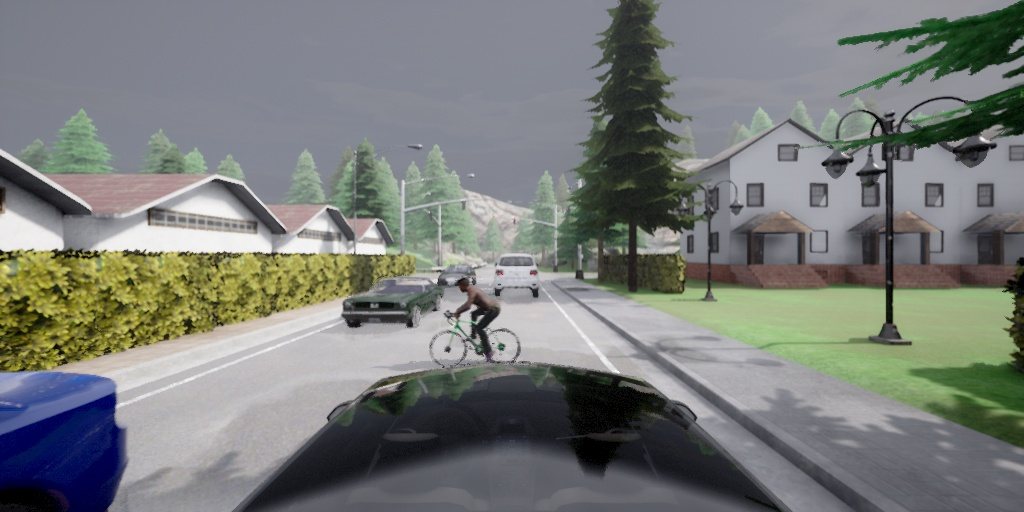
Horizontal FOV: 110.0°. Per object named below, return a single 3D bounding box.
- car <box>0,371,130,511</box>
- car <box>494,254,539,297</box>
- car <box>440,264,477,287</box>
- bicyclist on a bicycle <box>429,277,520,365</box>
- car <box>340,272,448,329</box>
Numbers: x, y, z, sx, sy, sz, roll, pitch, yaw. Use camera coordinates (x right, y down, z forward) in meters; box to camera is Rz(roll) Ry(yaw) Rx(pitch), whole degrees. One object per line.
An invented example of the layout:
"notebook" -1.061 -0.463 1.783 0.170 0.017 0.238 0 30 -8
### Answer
"car" -3.626 1.227 0.342 1.882 1.535 5.008 0 0 1
"car" 0.237 0.972 19.044 2.150 2.045 5.566 0 -1 1
"car" -3.347 1.251 22.607 2.128 1.511 4.902 0 0 1
"bicyclist on a bicycle" -0.684 1.203 6.462 1.656 1.620 0.582 -2 0 0
"car" -3.517 1.355 11.435 1.895 1.301 4.718 0 0 1
